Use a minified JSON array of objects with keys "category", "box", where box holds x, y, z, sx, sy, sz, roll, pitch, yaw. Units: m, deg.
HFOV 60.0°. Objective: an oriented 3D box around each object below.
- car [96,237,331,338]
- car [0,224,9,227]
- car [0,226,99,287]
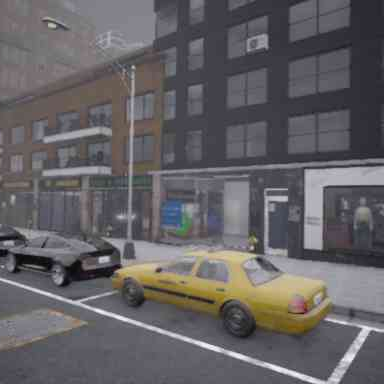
[{"category":"car","box":[0.271,1.786,6.994,4.829,1.417,1.752,-1,-2,37]},{"category":"car","box":[-8.482,1.972,13.657,4.313,1.339,1.947,-1,-2,37]},{"category":"car","box":[-4.038,1.898,10.273,4.313,1.339,1.947,-1,-2,37]}]
